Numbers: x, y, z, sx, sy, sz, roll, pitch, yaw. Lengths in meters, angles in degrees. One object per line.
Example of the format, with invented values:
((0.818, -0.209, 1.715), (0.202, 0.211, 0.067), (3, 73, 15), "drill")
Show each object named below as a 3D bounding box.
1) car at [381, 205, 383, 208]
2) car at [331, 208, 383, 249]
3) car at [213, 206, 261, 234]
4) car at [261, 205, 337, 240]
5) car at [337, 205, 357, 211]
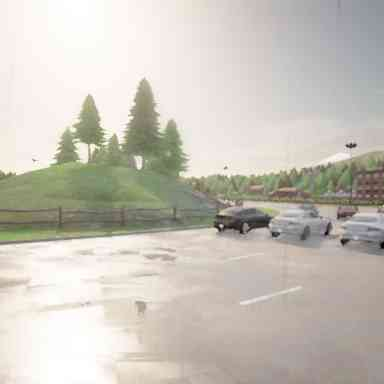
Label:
((17.614, 1.824, 29.479), (1.812, 1.442, 4.674), (0, 0, 22), "car")
((8.365, 1.675, 15.422), (1.812, 1.442, 4.674), (0, 0, 44), "car")
((3.303, 1.647, 20.248), (1.837, 1.490, 4.892), (0, 0, 44), "car")
((5.860, 1.670, 17.864), (1.812, 1.442, 4.674), (0, 0, 44), "car")
((14.302, 1.881, 30.596), (1.895, 1.301, 4.718), (0, 0, 23), "car")
